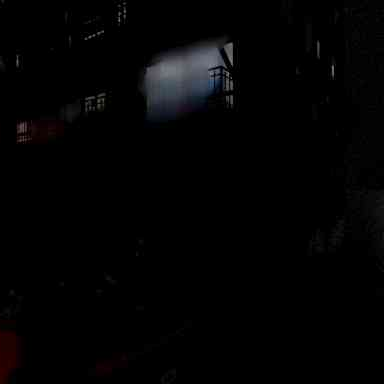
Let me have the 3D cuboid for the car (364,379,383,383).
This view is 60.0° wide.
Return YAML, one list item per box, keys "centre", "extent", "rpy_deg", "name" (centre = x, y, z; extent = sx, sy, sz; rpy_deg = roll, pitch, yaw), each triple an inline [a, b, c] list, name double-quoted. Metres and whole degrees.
- centre: [2.569, 1.566, 1.047]
  extent: [4.313, 1.339, 1.947]
  rpy_deg: [0, 0, 35]
  name: "car"

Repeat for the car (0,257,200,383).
- centre: [-2.023, 1.545, 4.316]
  extent: [4.507, 1.381, 1.887]
  rpy_deg: [0, 0, 35]
  name: "car"
